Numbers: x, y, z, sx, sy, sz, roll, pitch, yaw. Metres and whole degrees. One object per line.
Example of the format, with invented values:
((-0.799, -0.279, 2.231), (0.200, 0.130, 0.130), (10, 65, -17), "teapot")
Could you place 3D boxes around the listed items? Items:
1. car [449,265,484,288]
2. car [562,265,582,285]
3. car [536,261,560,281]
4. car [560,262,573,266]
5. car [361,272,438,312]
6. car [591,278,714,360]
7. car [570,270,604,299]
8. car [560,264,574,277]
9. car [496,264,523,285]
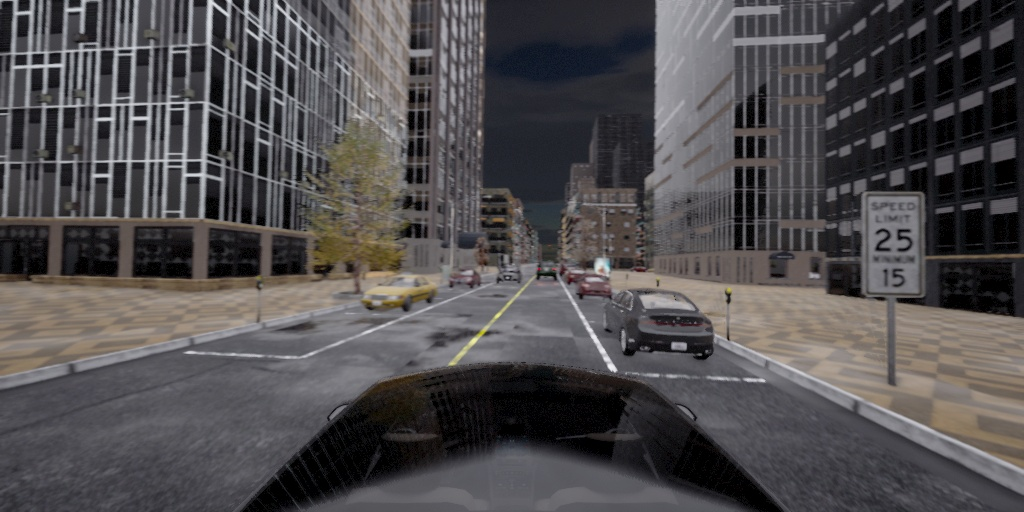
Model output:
((-3.347, 1.593, 26.198), (1.802, 1.307, 4.207), (0, 0, 6), "car")
((5.559, 1.776, 30.867), (1.888, 1.381, 4.507), (0, 0, 6), "car")
((3.753, 1.523, 38.725), (2.150, 2.045, 5.566), (1, -1, 6), "car")
((7.268, 1.793, 47.455), (2.192, 1.841, 5.009), (0, 0, 6), "car")
((-4.503, 1.371, 14.969), (1.751, 1.417, 4.829), (0, 0, 6), "car")
((3.280, 1.452, 8.748), (2.007, 1.370, 4.403), (0, 0, 6), "car")
((4.419, 1.648, 19.808), (1.802, 1.307, 4.207), (0, 0, 6), "car")
((6.146, 1.839, 36.565), (1.751, 1.417, 4.829), (0, 0, 6), "car")
((-0.150, 1.600, 30.853), (1.994, 1.385, 4.181), (1, -1, 6), "car")
